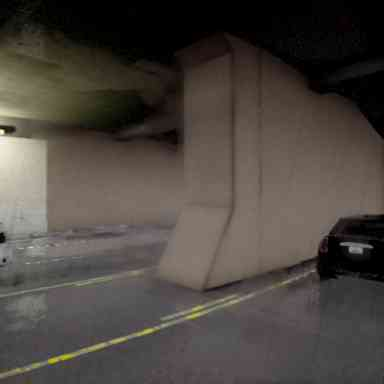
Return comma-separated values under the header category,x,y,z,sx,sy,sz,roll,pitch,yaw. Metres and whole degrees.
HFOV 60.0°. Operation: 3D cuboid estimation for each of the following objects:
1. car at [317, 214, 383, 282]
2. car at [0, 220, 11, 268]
category,x,y,z,sx,sy,sz,roll,pitch,yaw
car,5.366,1.384,9.287,4.553,1.767,2.097,0,-1,-44
car,-7.246,1.315,7.510,5.566,2.045,2.150,0,0,-36
